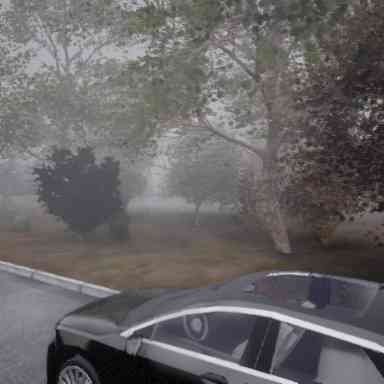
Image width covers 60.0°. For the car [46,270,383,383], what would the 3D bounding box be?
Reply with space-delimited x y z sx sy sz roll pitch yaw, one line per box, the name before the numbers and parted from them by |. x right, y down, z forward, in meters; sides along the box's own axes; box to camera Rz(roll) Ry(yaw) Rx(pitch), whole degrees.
car | 0.685 1.490 2.890 4.902 1.511 2.128 0 0 36
